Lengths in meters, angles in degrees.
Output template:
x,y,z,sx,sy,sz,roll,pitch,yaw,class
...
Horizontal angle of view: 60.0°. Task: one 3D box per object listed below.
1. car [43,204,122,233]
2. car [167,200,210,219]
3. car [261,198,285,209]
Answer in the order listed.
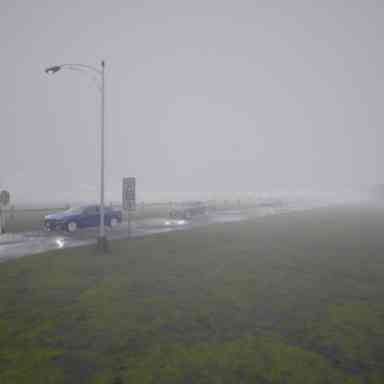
x,y,z,sx,sy,sz,roll,pitch,yaw,class
-6.479,1.494,20.254,1.882,1.535,5.008,0,0,34,car
-0.211,1.512,29.585,1.837,1.490,4.892,1,1,34,car
11.526,1.549,46.950,2.033,1.411,5.357,0,0,34,car
